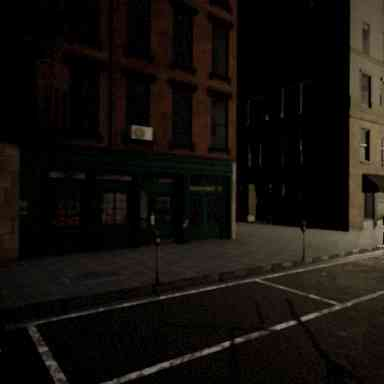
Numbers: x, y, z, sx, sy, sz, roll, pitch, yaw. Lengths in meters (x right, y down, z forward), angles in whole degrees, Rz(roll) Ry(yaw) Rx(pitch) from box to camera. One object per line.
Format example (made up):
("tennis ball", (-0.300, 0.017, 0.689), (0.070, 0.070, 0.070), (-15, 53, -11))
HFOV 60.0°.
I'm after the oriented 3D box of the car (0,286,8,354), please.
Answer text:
("car", (-4.266, 1.537, 3.149), (4.403, 1.369, 2.008), (1, -1, -35))
